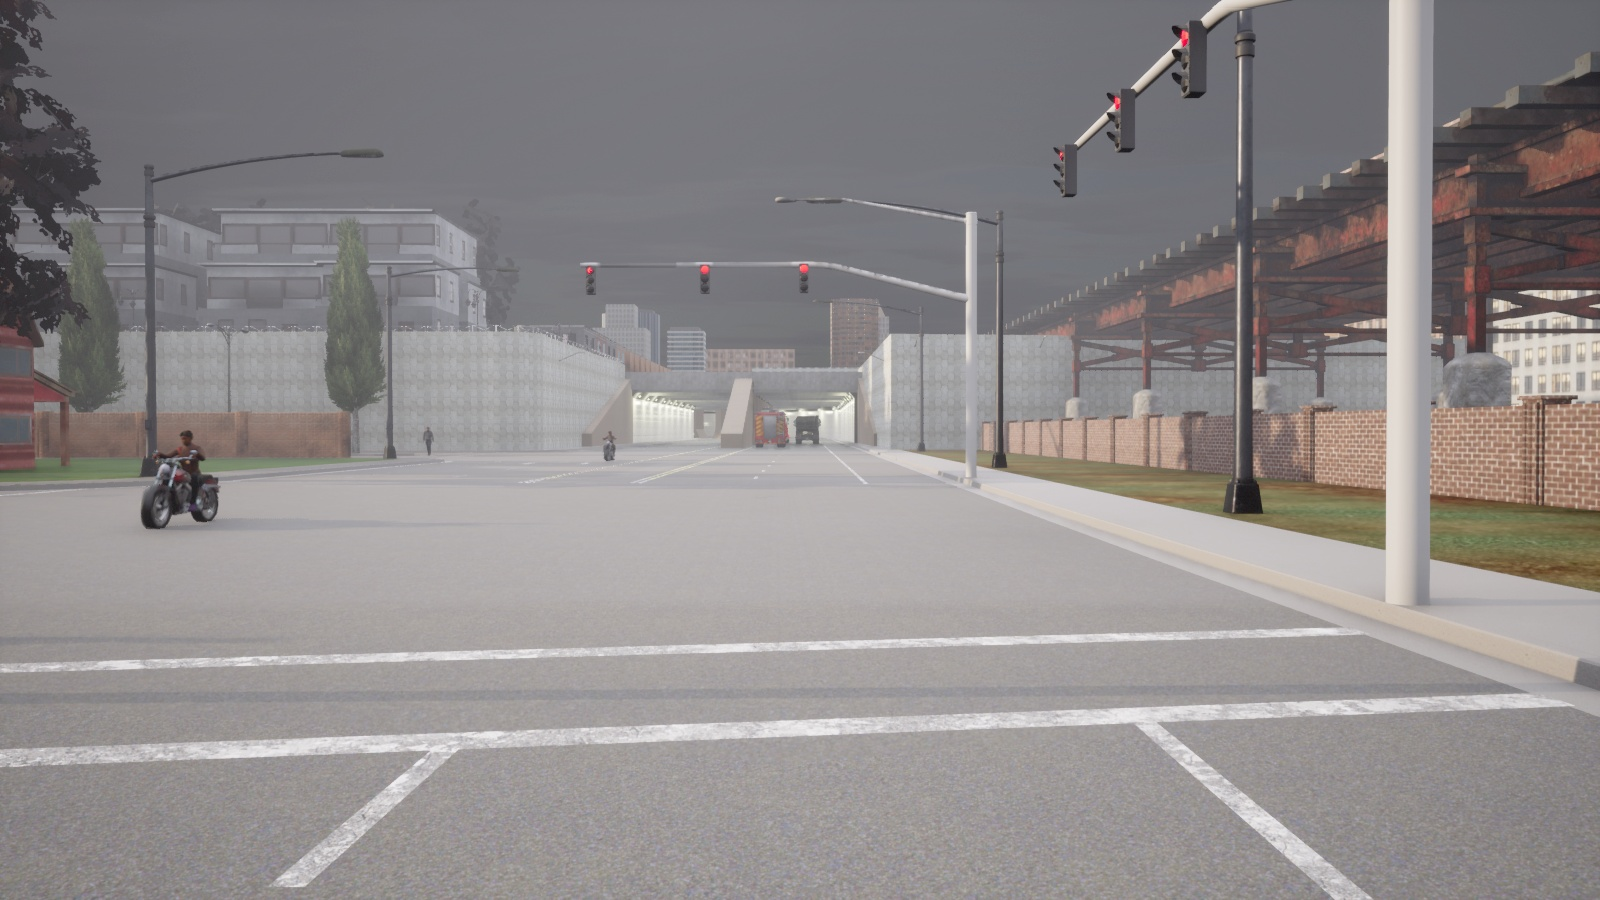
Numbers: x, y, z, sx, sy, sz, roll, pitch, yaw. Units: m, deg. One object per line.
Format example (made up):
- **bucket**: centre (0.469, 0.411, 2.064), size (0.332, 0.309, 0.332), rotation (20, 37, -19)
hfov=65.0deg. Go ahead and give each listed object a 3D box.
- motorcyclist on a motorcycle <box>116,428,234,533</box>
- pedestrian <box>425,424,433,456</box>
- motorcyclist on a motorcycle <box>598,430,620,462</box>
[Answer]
- **motorcyclist on a motorcycle**: centre (-10.364, 0.459, 20.936), size (0.766, 1.649, 2.350), rotation (0, 1, 0)
- **pedestrian**: centre (-22.779, -0.612, 77.062), size (0.423, 1.949, 0.788), rotation (0, 1, -13)
- **motorcyclist on a motorcycle**: centre (-10.078, -0.230, 66.337), size (0.766, 1.649, 2.350), rotation (0, 1, 0)
